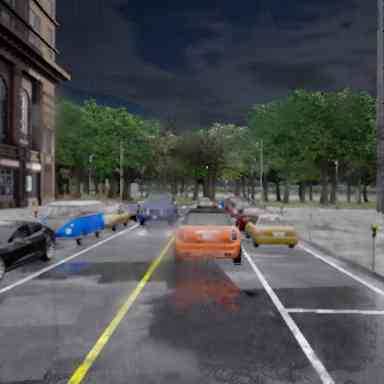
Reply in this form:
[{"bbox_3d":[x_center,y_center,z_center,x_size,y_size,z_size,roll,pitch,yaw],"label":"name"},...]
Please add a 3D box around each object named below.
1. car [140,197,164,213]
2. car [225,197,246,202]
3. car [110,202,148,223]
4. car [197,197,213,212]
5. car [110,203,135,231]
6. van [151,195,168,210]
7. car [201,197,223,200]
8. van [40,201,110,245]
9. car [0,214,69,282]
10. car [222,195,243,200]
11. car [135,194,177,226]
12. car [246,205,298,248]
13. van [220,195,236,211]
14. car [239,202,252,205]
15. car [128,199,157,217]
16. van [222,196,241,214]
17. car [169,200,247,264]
[{"bbox_3d":[-4.292,1.378,36.581,1.967,1.590,4.097,0,0,2],"label":"car"},{"bbox_3d":[3.775,1.438,25.361,1.967,1.590,4.097,0,0,2],"label":"car"},{"bbox_3d":[-4.743,1.509,25.715,1.947,1.339,4.313,0,0,2],"label":"car"},{"bbox_3d":[1.611,1.431,39.853,1.801,1.575,5.366,0,0,3],"label":"car"},{"bbox_3d":[-4.976,1.472,20.113,1.752,1.417,4.829,0,0,2],"label":"car"},{"bbox_3d":[-4.066,1.276,42.014,1.690,1.788,3.998,0,0,2],"label":"van"},{"bbox_3d":[1.191,1.471,27.260,2.128,1.511,4.902,0,0,2],"label":"car"},{"bbox_3d":[-5.193,1.292,14.849,1.690,1.788,3.998,0,0,2],"label":"van"},{"bbox_3d":[-5.420,1.521,9.417,1.947,1.339,4.313,0,0,2],"label":"car"},{"bbox_3d":[4.001,1.310,30.795,2.192,1.841,5.009,0,0,2],"label":"car"},{"bbox_3d":[-2.178,1.184,23.158,2.150,2.045,5.566,0,0,2],"label":"car"},{"bbox_3d":[3.331,1.530,14.666,1.752,1.417,4.829,0,0,2],"label":"car"},{"bbox_3d":[4.452,1.331,41.660,1.690,1.788,3.998,0,0,2],"label":"van"},{"bbox_3d":[3.549,1.546,19.929,1.887,1.381,4.507,0,0,2],"label":"car"},{"bbox_3d":[-4.525,1.466,30.979,1.752,1.417,4.829,0,0,2],"label":"car"},{"bbox_3d":[4.227,1.333,36.227,1.690,1.788,3.998,0,0,2],"label":"van"},{"bbox_3d":[0.557,1.341,11.971,2.097,1.767,4.553,0,0,2],"label":"car"}]
